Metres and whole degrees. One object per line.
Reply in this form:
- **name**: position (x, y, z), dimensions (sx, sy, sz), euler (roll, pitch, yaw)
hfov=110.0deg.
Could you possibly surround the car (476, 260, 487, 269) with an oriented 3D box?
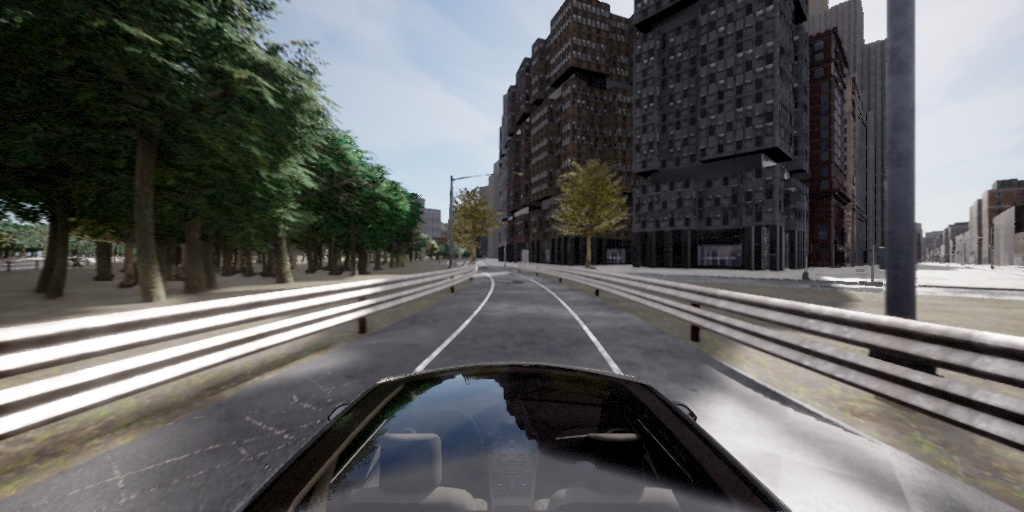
- **car**: position (-5.601, 1.504, 63.533), dimensions (1.812, 1.442, 4.674), euler (0, 0, -17)
